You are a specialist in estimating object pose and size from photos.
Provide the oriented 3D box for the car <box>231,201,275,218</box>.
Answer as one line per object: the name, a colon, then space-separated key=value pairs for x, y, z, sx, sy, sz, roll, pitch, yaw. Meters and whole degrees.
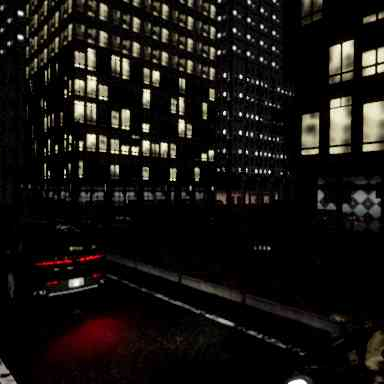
car: x=6.063 y=1.825 z=33.904 sx=4.829 sy=1.417 sz=1.752 roll=1 pitch=0 yaw=-41

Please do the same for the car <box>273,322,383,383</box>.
car: x=2.455 y=1.352 z=1.305 sx=2.097 sy=1.767 sz=4.553 roll=0 pitch=0 yaw=-42

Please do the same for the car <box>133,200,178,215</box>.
car: x=-3.929 y=1.637 z=36.390 sx=4.829 sy=1.417 sz=1.752 roll=1 pitch=0 yaw=-40

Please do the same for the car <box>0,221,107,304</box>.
car: x=-3.849 y=1.499 z=8.288 sx=1.837 sy=1.490 sz=4.892 roll=0 pitch=0 yaw=-41

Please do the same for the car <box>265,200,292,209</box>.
car: x=13.348 y=1.870 z=51.148 sx=4.313 sy=1.339 sz=1.947 roll=1 pitch=0 yaw=-41

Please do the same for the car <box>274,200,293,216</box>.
car: x=10.222 y=1.928 z=37.458 sx=4.206 sy=1.307 sz=1.802 roll=1 pitch=0 yaw=-41

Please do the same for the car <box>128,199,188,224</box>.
car: x=-2.641 y=1.516 z=26.467 sx=5.009 sy=1.841 sz=2.192 roll=1 pitch=0 yaw=-40
